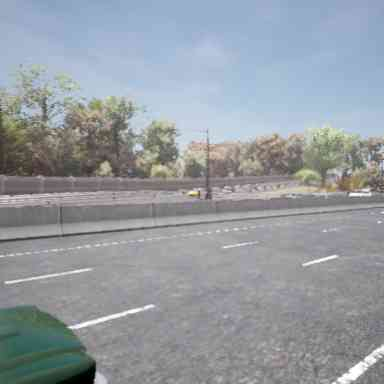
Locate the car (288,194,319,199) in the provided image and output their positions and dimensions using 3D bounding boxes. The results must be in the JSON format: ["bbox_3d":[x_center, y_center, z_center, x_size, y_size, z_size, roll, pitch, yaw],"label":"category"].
[{"bbox_3d":[15.702,1.032,45.692,4.892,1.490,1.837,0,1,-40],"label":"car"}]

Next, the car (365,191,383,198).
[{"bbox_3d":[37.702,0.521,68.922,4.181,1.385,1.994,0,1,-40],"label":"car"}]

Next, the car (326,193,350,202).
[{"bbox_3d":[25.869,0.921,58.870,4.892,1.490,1.837,0,1,-40],"label":"car"}]

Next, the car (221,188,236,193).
[{"bbox_3d":[8.121,-0.251,71.815,2.033,1.411,5.357,0,2,28],"label":"car"}]

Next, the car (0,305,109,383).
[{"bbox_3d":[-2.981,1.566,1.991,4.718,1.301,1.895,0,1,-40],"label":"car"}]

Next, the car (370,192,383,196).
[{"bbox_3d":[31.686,0.836,54.628,4.553,1.767,2.097,0,1,-40],"label":"car"}]

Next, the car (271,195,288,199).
[{"bbox_3d":[13.446,1.093,48.358,4.718,1.301,1.895,0,1,-40],"label":"car"}]

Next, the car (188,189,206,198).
[{"bbox_3d":[0.979,0.186,57.954,1.882,1.535,5.008,0,2,26],"label":"car"}]

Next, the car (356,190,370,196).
[{"bbox_3d":[28.563,0.671,56.558,5.566,2.045,2.150,-1,1,-40],"label":"car"}]

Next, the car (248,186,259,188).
[{"bbox_3d":[15.721,-1.200,85.131,1.994,1.385,4.181,0,3,31],"label":"car"}]

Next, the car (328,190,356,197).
[{"bbox_3d":[19.303,0.907,44.145,4.553,1.767,2.097,0,1,-40],"label":"car"}]
